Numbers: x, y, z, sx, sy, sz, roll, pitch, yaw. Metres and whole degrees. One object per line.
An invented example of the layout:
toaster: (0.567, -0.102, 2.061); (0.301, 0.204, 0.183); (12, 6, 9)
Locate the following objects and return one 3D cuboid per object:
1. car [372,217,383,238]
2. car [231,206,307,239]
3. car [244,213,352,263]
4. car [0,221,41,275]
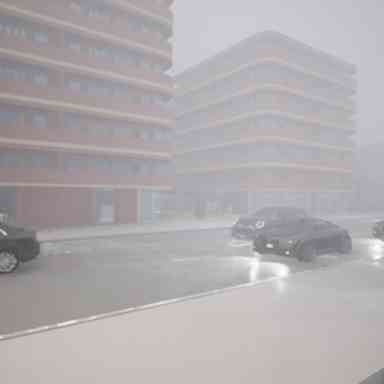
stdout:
car: (11.473, 1.785, 17.871); (4.181, 1.385, 1.994); (1, -1, -38)
car: (4.151, 1.499, 16.860); (4.553, 1.767, 2.097); (1, 0, -36)
car: (4.248, 1.685, 12.629); (4.181, 1.385, 1.994); (1, -1, -37)
car: (-6.757, 1.502, 8.989); (4.892, 1.490, 1.837); (0, 0, -36)
